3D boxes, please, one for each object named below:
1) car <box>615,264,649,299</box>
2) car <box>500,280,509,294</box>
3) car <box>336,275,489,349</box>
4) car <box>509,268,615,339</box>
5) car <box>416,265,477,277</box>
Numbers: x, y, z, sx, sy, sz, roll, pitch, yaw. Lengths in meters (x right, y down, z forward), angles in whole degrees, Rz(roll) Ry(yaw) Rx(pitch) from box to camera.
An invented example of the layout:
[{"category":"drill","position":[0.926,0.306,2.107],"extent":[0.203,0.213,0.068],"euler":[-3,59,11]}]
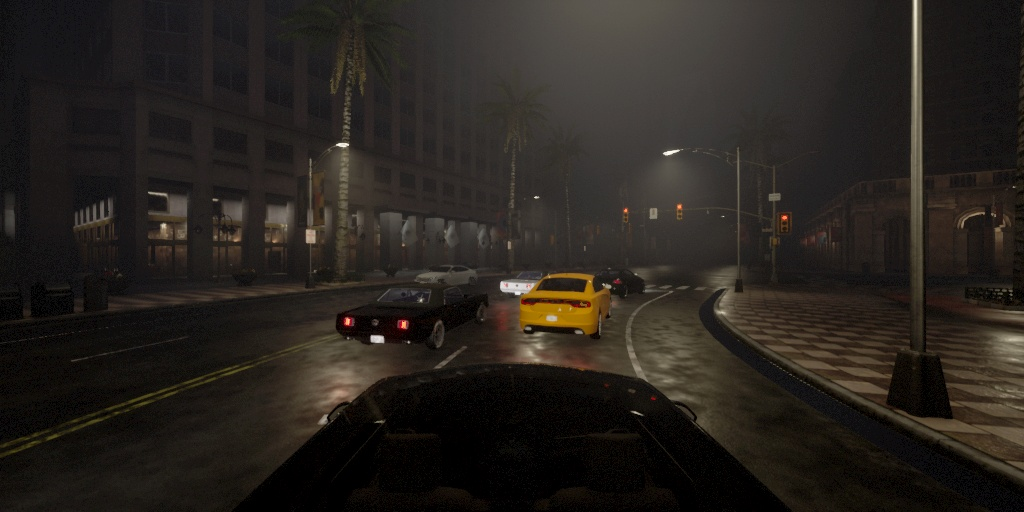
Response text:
[{"category":"car","position":[5.367,1.314,18.408],"extent":[1.994,1.385,4.181],"euler":[0,0,36]},{"category":"car","position":[1.498,1.351,17.644],"extent":[1.895,1.301,4.718],"euler":[0,0,34]},{"category":"car","position":[-2.100,1.351,9.218],"extent":[1.895,1.301,4.718],"euler":[0,0,14]},{"category":"car","position":[1.725,1.228,10.265],"extent":[1.882,1.535,5.008],"euler":[0,0,20]},{"category":"car","position":[-4.025,1.277,22.633],"extent":[1.812,1.442,4.674],"euler":[0,0,33]}]
